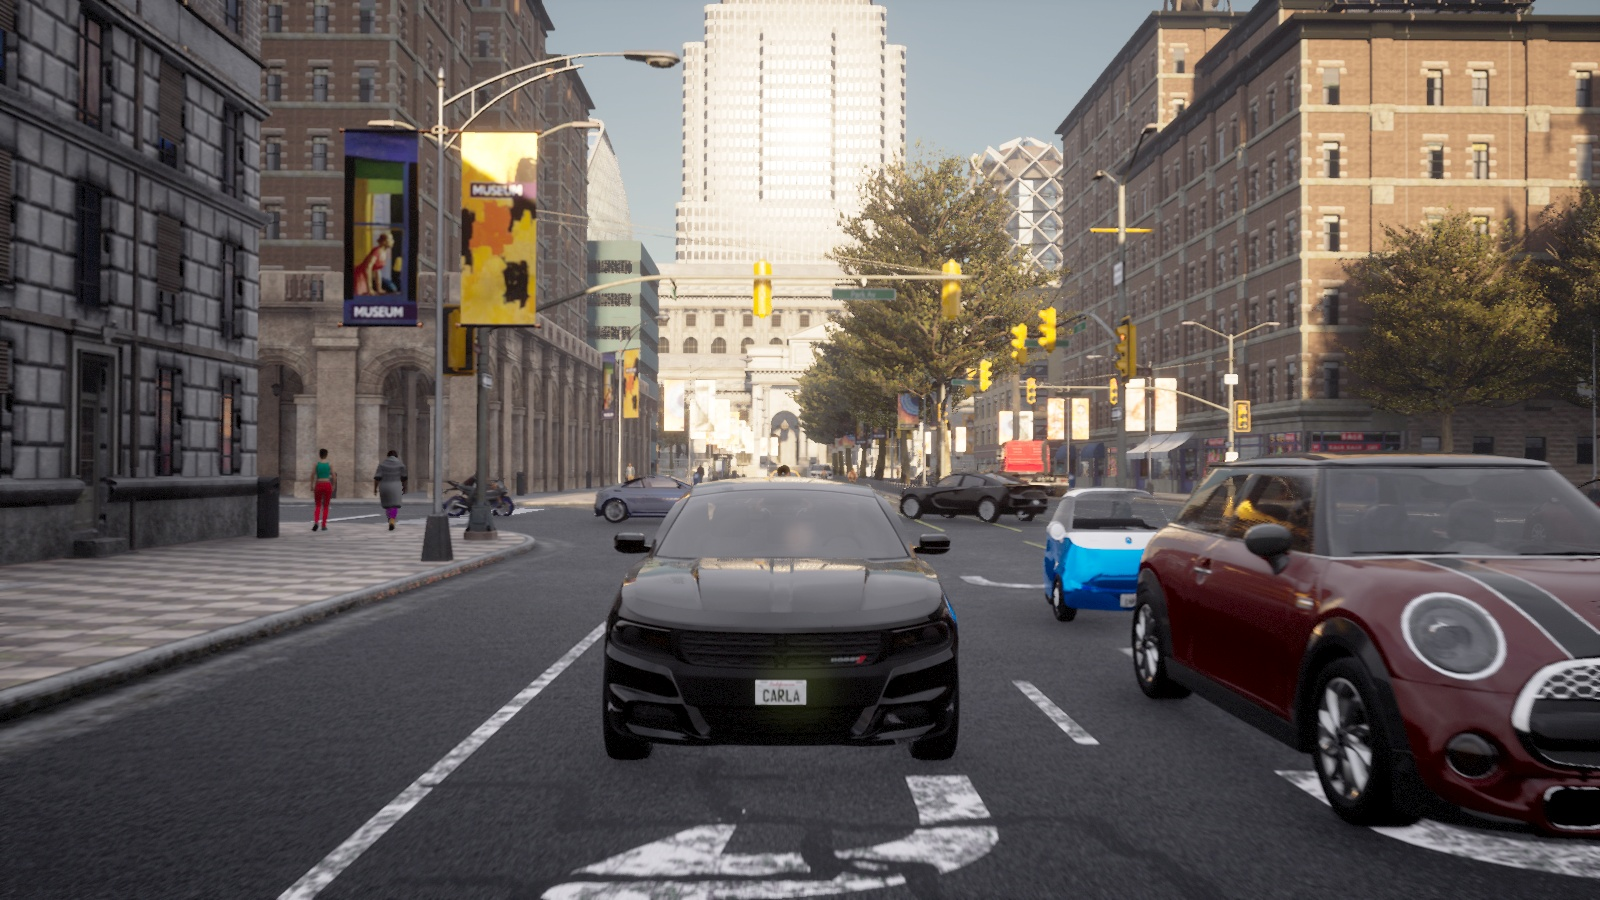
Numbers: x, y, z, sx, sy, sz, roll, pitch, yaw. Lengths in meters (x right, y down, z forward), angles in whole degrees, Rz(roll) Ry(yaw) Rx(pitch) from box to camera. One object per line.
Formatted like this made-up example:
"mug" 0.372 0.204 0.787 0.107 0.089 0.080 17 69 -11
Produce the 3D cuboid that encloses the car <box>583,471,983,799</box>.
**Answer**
"car" -0.110 0.917 8.428 1.882 1.535 5.008 0 -1 -1

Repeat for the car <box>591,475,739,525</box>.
"car" -3.883 1.444 36.707 4.181 1.385 1.994 0 -1 -2

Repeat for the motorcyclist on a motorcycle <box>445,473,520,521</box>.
"motorcyclist on a motorcycle" -10.129 1.492 40.108 2.191 1.530 0.866 0 -1 -1

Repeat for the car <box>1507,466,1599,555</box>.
"car" 14.694 1.033 22.019 2.007 1.525 4.514 0 -1 -1

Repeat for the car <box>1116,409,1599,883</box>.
"car" 3.407 0.762 6.982 2.097 1.767 4.553 0 -1 -1

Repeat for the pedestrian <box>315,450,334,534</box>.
"pedestrian" -10.558 0.931 27.865 0.345 1.836 0.594 0 -1 -16

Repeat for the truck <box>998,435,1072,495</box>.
"truck" 14.077 0.920 75.992 2.891 3.462 7.936 0 -1 -1

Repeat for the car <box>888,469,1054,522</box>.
"car" 5.149 1.348 38.421 1.882 1.535 5.008 1 -1 -42

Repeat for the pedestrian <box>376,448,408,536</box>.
"pedestrian" -9.215 0.933 28.383 0.659 1.952 0.873 0 -1 -16

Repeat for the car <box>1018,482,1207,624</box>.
"car" 3.327 1.062 13.701 1.481 1.376 2.207 0 -1 -1

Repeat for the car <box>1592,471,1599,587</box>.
"car" 11.316 1.002 14.630 1.845 1.501 3.633 0 -1 -1
